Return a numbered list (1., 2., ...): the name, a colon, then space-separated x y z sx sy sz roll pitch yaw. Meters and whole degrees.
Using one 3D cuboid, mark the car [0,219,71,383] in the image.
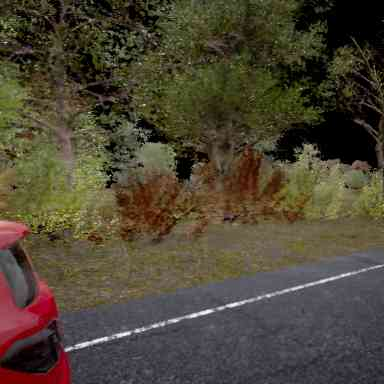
1. car: -3.494 1.222 1.498 5.566 2.045 2.150 0 0 -36
